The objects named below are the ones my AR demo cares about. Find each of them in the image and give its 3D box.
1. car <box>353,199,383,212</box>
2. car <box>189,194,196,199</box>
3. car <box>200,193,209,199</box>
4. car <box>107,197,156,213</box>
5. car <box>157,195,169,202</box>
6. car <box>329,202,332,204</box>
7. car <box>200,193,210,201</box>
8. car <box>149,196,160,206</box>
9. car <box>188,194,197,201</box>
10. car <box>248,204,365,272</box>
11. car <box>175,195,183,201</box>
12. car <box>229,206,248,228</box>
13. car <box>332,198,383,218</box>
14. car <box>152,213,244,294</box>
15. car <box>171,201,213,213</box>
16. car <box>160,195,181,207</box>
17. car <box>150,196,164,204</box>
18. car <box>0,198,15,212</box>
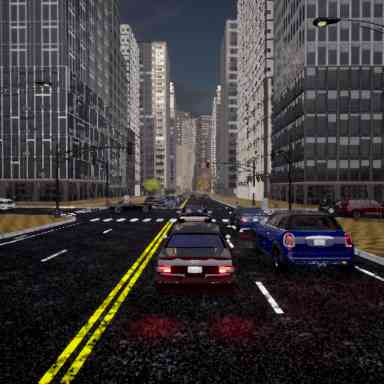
[{"bbox_3d":[21.885,1.640,39.226,4.829,1.417,1.752,1,0,1],"label":"car"},{"bbox_3d":[0.179,1.277,92.189,2.033,1.411,5.357,0,0,0],"label":"car"},{"bbox_3d":[3.429,1.093,92.152,2.097,1.767,4.553,0,0,0],"label":"car"},{"bbox_3d":[-6.676,1.527,35.756,4.718,1.301,1.895,0,1,-20],"label":"car"},{"bbox_3d":[-6.360,1.475,72.992,2.033,1.411,5.357,0,0,0],"label":"car"},{"bbox_3d":[16.485,1.614,36.758,4.892,1.490,1.837,0,1,-1],"label":"car"},{"bbox_3d":[3.409,1.392,81.763,1.882,1.535,5.008,0,0,0],"label":"car"},{"bbox_3d":[-6.493,1.466,52.442,1.837,1.490,4.892,0,0,0],"label":"car"},{"bbox_3d":[0.159,1.414,81.772,1.837,1.490,4.892,0,0,0],"label":"car"},{"bbox_3d":[3.370,1.347,10.892,2.097,1.767,4.553,0,0,0],"label":"car"},{"bbox_3d":[-3.097,1.426,79.577,1.837,1.490,4.892,0,0,0],"label":"car"},{"bbox_3d":[3.390,1.536,20.277,2.033,1.411,5.357,0,0,0],"label":"car"},{"bbox_3d":[16.260,1.517,30.950,5.009,1.841,2.192,1,0,1],"label":"car"},{"bbox_3d":[0.110,1.543,8.923,2.033,1.411,5.357,0,0,1],"label":"car"},{"bbox_3d":[0.136,1.481,18.668,2.128,1.511,4.902,0,0,0],"label":"car"},{"bbox_3d":[-3.224,1.315,50.602,2.097,1.767,4.553,0,0,-1],"label":"car"},{"bbox_3d":[-6.440,1.497,62.322,2.033,1.411,5.357,0,0,0],"label":"car"},{"bbox_3d":[-21.280,1.045,34.236,5.566,2.045,2.150,1,1,1],"label":"car"}]
